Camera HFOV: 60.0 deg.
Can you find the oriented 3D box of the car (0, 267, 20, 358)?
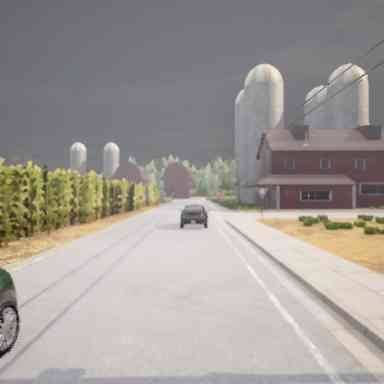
[{"bbox_3d":[-3.597,1.369,3.001,2.097,1.767,4.553,0,0,0],"label":"car"}]

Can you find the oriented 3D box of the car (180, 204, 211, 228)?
[{"bbox_3d":[0.207,1.630,23.160,1.837,1.490,4.892,0,0,3],"label":"car"}]
